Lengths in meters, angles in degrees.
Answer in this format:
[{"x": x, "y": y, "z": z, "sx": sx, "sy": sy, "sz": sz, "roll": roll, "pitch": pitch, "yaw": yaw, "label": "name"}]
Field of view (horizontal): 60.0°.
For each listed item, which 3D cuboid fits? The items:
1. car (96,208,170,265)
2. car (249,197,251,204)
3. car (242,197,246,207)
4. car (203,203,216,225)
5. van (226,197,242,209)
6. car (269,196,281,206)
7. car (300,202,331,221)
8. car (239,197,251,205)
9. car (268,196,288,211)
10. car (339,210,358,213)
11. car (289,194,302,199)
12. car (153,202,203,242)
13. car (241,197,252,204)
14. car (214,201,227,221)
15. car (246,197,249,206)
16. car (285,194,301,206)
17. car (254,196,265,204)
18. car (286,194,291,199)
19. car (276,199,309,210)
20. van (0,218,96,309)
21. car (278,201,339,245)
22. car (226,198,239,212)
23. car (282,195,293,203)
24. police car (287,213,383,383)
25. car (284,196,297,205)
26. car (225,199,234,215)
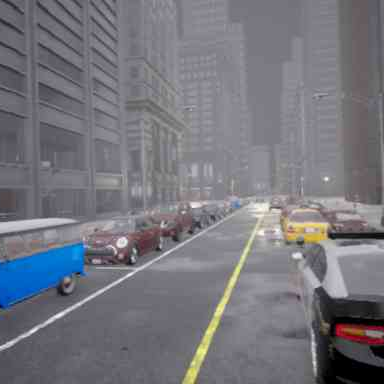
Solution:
[{"x": -2.490, "y": 1.612, "z": 12.178, "sx": 1.967, "sy": 1.590, "sz": 4.097, "roll": -2, "pitch": -1, "yaw": 14, "label": "car"}, {"x": 9.366, "y": 1.788, "z": 61.503, "sx": 1.947, "sy": 1.339, "sz": 4.313, "roll": -2, "pitch": -1, "yaw": 14, "label": "car"}, {"x": 6.691, "y": 1.731, "z": 50.377, "sx": 1.752, "sy": 1.417, "sz": 4.829, "roll": -2, "pitch": -1, "yaw": 14, "label": "car"}, {"x": 0.148, "y": 1.745, "z": 23.139, "sx": 1.947, "sy": 1.339, "sz": 4.313, "roll": -2, "pitch": -1, "yaw": 14, "label": "car"}, {"x": 5.408, "y": 1.540, "z": 45.063, "sx": 1.690, "sy": 1.788, "sz": 3.998, "roll": -2, "pitch": -1, "yaw": 14, "label": "van"}, {"x": 14.289, "y": 1.543, "z": 57.331, "sx": 1.837, "sy": 1.490, "sz": 4.892, "roll": -2, "pitch": -1, "yaw": 14, "label": "car"}, {"x": 9.752, "y": 1.498, "z": 26.634, "sx": 1.802, "sy": 1.307, "sz": 4.206, "roll": -2, "pitch": -1, "yaw": 14, "label": "car"}, {"x": 10.683, "y": 1.798, "z": 66.983, "sx": 1.947, "sy": 1.339, "sz": 4.313, "roll": -2, "pitch": -1, "yaw": 14, "label": "car"}, {"x": 10.390, "y": 1.563, "z": 40.992, "sx": 2.033, "sy": 1.411, "sz": 5.357, "roll": -2, "pitch": 0, "yaw": 14, "label": "car"}, {"x": 7.118, "y": 1.491, "z": 15.673, "sx": 1.802, "sy": 1.307, "sz": 4.206, "roll": -2, "pitch": -1, "yaw": 14, "label": "car"}, {"x": 12.381, "y": 1.367, "z": 37.596, "sx": 1.967, "sy": 1.590, "sz": 4.097, "roll": -2, "pitch": -1, "yaw": 14, "label": "car"}, {"x": -1.177, "y": 1.491, "z": 17.660, "sx": 2.192, "sy": 1.841, "sz": 5.009, "roll": -2, "pitch": -1, "yaw": 14, "label": "car"}, {"x": 12.000, "y": 1.792, "z": 72.464, "sx": 2.008, "sy": 1.369, "sz": 4.403, "roll": -2, "pitch": -1, "yaw": 14, "label": "car"}, {"x": 1.465, "y": 1.749, "z": 28.619, "sx": 1.947, "sy": 1.339, "sz": 4.313, "roll": -2, "pitch": -1, "yaw": 14, "label": "car"}, {"x": 8.050, "y": 1.796, "z": 56.022, "sx": 1.802, "sy": 1.307, "sz": 4.206, "roll": -2, "pitch": -1, "yaw": 14, "label": "car"}, {"x": 16.326, "y": 1.263, "z": 54.037, "sx": 2.192, "sy": 1.841, "sz": 5.009, "roll": -2, "pitch": -1, "yaw": 14, "label": "car"}, {"x": 14.402, "y": 1.659, "z": 70.632, "sx": 1.837, "sy": 1.490, "sz": 4.892, "roll": -2, "pitch": -1, "yaw": 14, "label": "car"}, {"x": 15.009, "y": 1.255, "z": 48.557, "sx": 2.192, "sy": 1.841, "sz": 5.009, "roll": -2, "pitch": -1, "yaw": 14, "label": "car"}, {"x": 6.406, "y": 1.448, "z": 20.676, "sx": 1.882, "sy": 1.535, "sz": 5.008, "roll": -2, "pitch": 0, "yaw": 14, "label": "car"}, {"x": -3.810, "y": 1.510, "z": 6.698, "sx": 1.690, "sy": 1.788, "sz": 3.998, "roll": -2, "pitch": -1, "yaw": 14, "label": "van"}, {"x": 5.048, "y": 1.422, "z": 15.027, "sx": 1.801, "sy": 1.575, "sz": 5.366, "roll": -2, "pitch": 0, "yaw": 14, "label": "car"}, {"x": 4.099, "y": 1.775, "z": 39.581, "sx": 1.802, "sy": 1.307, "sz": 4.206, "roll": -2, "pitch": -1, "yaw": 14, "label": "car"}, {"x": 20.281, "y": 1.415, "z": 70.476, "sx": 1.967, "sy": 1.590, "sz": 4.097, "roll": -2, "pitch": -1, "yaw": 14, "label": "car"}, {"x": 2.692, "y": 1.386, "z": 5.226, "sx": 1.930, "sy": 1.638, "sz": 5.238, "roll": -2, "pitch": 0, "yaw": 14, "label": "police car"}, {"x": 17.652, "y": 1.522, "z": 59.515, "sx": 1.947, "sy": 1.339, "sz": 4.313, "roll": -2, "pitch": -1, "yaw": 14, "label": "car"}, {"x": 2.781, "y": 1.738, "z": 34.100, "sx": 2.008, "sy": 1.369, "sz": 4.403, "roll": -2, "pitch": -1, "yaw": 14, "label": "car"}]
